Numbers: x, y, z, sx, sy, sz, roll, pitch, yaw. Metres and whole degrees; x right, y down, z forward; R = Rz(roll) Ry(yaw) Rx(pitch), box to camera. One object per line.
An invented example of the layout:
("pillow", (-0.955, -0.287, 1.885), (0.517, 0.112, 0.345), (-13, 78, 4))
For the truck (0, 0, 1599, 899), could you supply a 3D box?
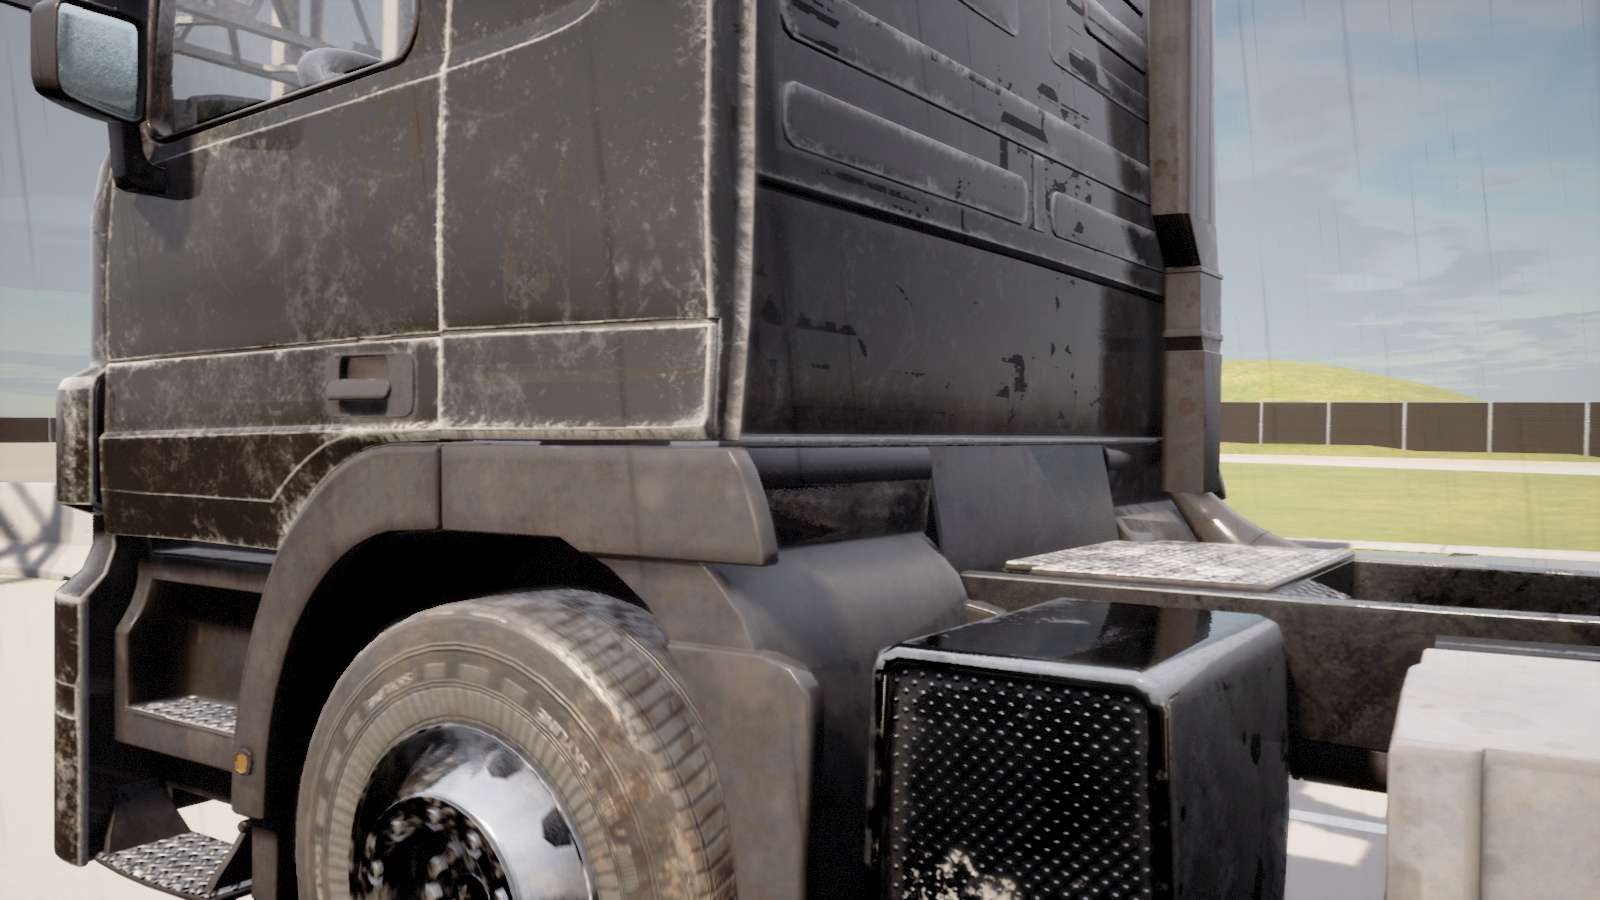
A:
("truck", (2.013, -0.299, 2.266), (7.936, 3.462, 2.891), (0, 1, 34))
